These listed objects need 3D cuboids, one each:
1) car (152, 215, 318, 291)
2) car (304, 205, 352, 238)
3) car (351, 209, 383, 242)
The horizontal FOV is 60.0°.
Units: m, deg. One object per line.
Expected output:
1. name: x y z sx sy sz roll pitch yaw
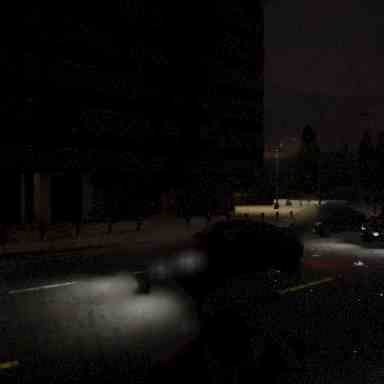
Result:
1. car: 1.181 1.521 9.116 4.674 1.442 1.812 0 0 -36
2. car: 7.273 1.466 17.678 5.008 1.535 1.882 0 0 -35
3. car: 9.533 1.493 15.063 4.892 1.490 1.837 0 0 -35
